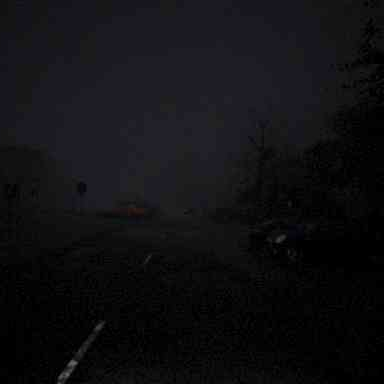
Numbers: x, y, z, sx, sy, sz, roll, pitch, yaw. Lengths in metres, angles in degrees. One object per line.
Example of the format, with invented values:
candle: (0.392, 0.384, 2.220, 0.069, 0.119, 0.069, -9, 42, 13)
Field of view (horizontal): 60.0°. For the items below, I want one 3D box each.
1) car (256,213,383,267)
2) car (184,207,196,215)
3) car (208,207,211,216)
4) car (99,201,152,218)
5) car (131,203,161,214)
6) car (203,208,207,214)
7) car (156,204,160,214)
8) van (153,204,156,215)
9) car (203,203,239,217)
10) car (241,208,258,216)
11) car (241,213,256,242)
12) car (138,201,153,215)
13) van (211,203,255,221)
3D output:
car: (5.115, 1.781, 12.988, 4.553, 1.767, 2.185, 2, -1, 0)
car: (-0.321, 3.213, 56.788, 2.033, 1.411, 5.357, 1, -3, 1)
car: (4.992, 2.547, 39.738, 5.366, 1.575, 1.946, 2, -2, -1)
car: (-7.617, 2.135, 37.464, 5.366, 1.575, 1.946, 2, -2, -1)
car: (-7.637, 2.764, 55.554, 4.553, 1.767, 2.185, 2, -3, -1)
car: (4.691, 2.618, 48.117, 5.566, 2.045, 2.435, 2, -3, -1)
car: (-7.540, 2.361, 49.613, 5.566, 2.045, 2.435, 2, -2, -1)
van: (-7.377, 2.135, 43.426, 4.442, 1.987, 1.878, 2, -2, -1)
car: (4.604, 2.869, 53.573, 5.566, 2.045, 2.435, 2, -3, -1)
car: (14.105, 4.864, 80.885, 2.097, 1.767, 4.553, -1, -5, 39)
car: (5.032, 2.000, 16.155, 4.674, 1.452, 2.002, 2, -1, -1)
car: (-7.430, 2.118, 40.386, 4.553, 1.767, 2.185, 2, -2, -1)
van: (4.727, 2.222, 36.950, 4.442, 1.987, 1.878, 2, -2, -1)
